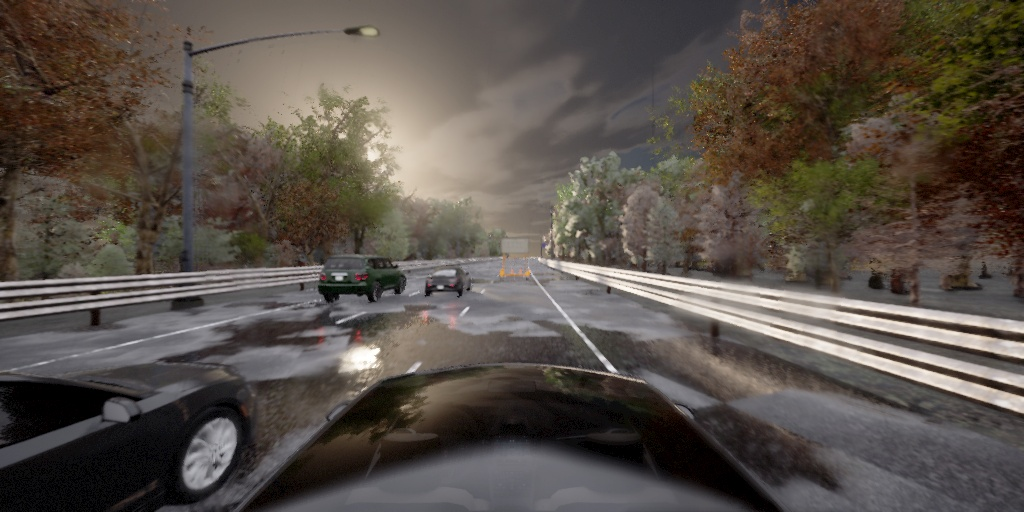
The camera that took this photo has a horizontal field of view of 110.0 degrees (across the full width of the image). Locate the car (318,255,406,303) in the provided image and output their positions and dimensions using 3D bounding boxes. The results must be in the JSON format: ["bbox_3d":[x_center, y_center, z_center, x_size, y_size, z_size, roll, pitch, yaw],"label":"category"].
[{"bbox_3d":[-6.805,0.968,16.909,2.150,2.045,5.566,0,0,1],"label":"car"}]

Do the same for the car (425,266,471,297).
[{"bbox_3d":[-3.294,1.272,18.915,1.812,1.442,4.674,0,0,1],"label":"car"}]

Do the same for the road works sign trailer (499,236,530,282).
[{"bbox_3d":[0.234,0.205,29.088,2.380,3.560,2.880,0,0,2],"label":"road works sign trailer"}]

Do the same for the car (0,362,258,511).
[{"bbox_3d":[-3.397,1.254,1.515,1.837,1.490,4.892,0,0,0],"label":"car"}]
